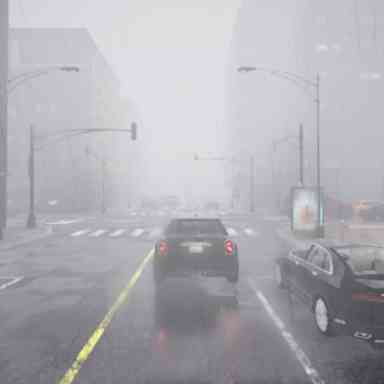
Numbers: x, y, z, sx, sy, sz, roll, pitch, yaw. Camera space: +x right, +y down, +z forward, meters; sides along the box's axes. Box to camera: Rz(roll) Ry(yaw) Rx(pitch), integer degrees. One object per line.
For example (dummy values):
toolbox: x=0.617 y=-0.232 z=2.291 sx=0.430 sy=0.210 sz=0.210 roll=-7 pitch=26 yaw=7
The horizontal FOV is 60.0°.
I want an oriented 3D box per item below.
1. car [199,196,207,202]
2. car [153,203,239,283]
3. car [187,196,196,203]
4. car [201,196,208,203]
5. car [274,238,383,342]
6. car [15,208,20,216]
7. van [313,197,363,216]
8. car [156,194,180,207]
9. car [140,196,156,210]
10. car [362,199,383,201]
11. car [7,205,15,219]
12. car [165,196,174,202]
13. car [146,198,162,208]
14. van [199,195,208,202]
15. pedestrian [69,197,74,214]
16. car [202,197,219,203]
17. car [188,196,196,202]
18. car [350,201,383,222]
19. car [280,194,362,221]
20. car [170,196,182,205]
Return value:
car: x=2.663 y=1.732 z=83.629 sx=1.887 sy=1.381 sz=4.507 roll=1 pitch=0 yaw=0
car: x=0.098 y=1.374 z=9.937 sx=2.097 sy=1.767 sz=4.553 roll=0 pitch=0 yaw=0
car: x=-0.034 y=1.642 z=73.736 sx=1.882 sy=1.535 sz=5.008 roll=0 pitch=0 yaw=0
car: x=2.678 y=1.693 z=50.203 sx=1.802 sy=1.307 sz=4.206 roll=1 pitch=0 yaw=0
car: x=2.828 y=1.565 z=6.439 sx=2.008 sy=1.369 sz=4.403 roll=1 pitch=0 yaw=0
car: x=-18.641 y=1.849 z=31.672 sx=4.206 sy=1.307 sz=1.802 roll=0 pitch=0 yaw=0
van: x=13.750 y=1.352 z=31.458 sx=3.998 sy=1.788 sz=1.690 roll=0 pitch=-1 yaw=0
car: x=-3.141 y=1.319 z=44.321 sx=2.150 sy=2.045 sz=5.566 roll=0 pitch=0 yaw=0
car: x=-5.696 y=1.413 z=44.669 sx=2.192 sy=1.841 sz=5.009 roll=1 pitch=0 yaw=0
car: x=14.976 y=1.436 z=28.856 sx=5.008 sy=1.535 sz=1.882 roll=0 pitch=-1 yaw=2
car: x=-16.773 y=1.681 z=25.885 sx=4.674 sy=1.442 sz=1.812 roll=0 pitch=-1 yaw=0
car: x=-5.718 y=1.753 z=83.665 sx=1.947 sy=1.339 sz=4.313 roll=1 pitch=0 yaw=0
car: x=-5.702 y=1.655 z=50.239 sx=1.887 sy=1.381 sz=4.507 roll=1 pitch=0 yaw=0
van: x=2.670 y=1.503 z=72.489 sx=1.690 sy=1.788 sz=3.998 roll=1 pitch=0 yaw=0
pedestrian: x=-12.544 y=1.408 z=34.590 sx=0.375 sy=1.860 sz=0.375 roll=0 pitch=0 yaw=0
car: x=2.681 y=1.664 z=44.632 sx=1.947 sy=1.339 sz=4.313 roll=1 pitch=0 yaw=0
car: x=-0.039 y=1.688 z=83.808 sx=1.837 sy=1.490 sz=4.892 roll=0 pitch=0 yaw=0
car: x=13.693 y=1.454 z=23.076 sx=4.206 sy=1.307 sz=1.802 roll=0 pitch=-1 yaw=0
car: x=9.722 y=1.170 z=25.890 sx=5.566 sy=2.045 sz=2.150 roll=0 pitch=-1 yaw=-2
car: x=-3.029 y=1.633 z=63.960 sx=2.128 sy=1.511 sz=4.902 roll=0 pitch=0 yaw=0
